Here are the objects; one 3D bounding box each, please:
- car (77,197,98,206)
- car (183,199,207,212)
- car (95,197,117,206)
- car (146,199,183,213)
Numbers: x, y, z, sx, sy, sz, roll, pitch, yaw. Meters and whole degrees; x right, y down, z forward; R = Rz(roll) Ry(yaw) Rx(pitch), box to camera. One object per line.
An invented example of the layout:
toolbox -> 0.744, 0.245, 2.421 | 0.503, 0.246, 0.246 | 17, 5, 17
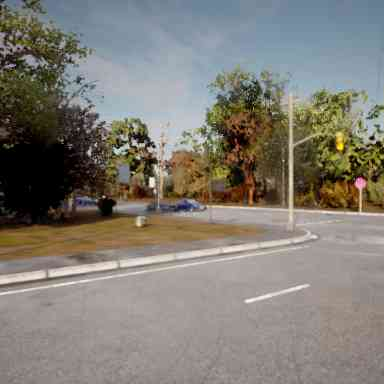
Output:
car -> -16.997, 1.462, 53.374 | 1.882, 1.535, 5.008 | 0, 0, -38
car -> -0.305, 1.504, 37.940 | 1.812, 1.442, 4.674 | 0, 0, -39
car -> -14.481, 1.581, 55.841 | 1.895, 1.301, 4.718 | 0, 0, -38
car -> -3.277, 1.546, 36.052 | 1.994, 1.385, 4.181 | 0, 0, -39
